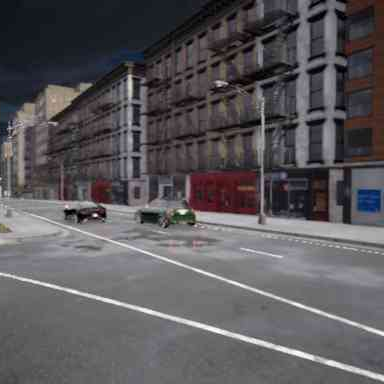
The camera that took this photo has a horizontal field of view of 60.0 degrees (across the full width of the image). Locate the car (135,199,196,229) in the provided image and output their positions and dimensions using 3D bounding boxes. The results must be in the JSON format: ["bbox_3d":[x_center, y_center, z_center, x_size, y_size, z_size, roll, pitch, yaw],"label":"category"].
[{"bbox_3d":[-1.746,1.187,20.515,2.097,1.767,4.553,-1,0,-35],"label":"car"}]

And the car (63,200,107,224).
[{"bbox_3d":[-7.583,1.325,23.211,1.882,1.535,5.008,-1,0,-35],"label":"car"}]
